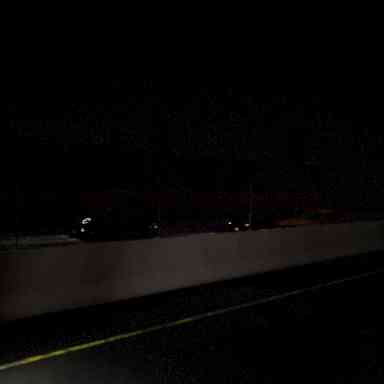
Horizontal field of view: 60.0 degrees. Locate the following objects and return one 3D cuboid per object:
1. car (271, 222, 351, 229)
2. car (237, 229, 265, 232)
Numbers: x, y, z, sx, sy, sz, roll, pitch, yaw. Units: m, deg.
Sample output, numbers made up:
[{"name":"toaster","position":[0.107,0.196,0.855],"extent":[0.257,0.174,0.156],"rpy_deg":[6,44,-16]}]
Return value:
[{"name":"car","position":[6.427,1.624,16.990],"extent":[5.008,1.535,1.882],"rpy_deg":[1,0,-35]},{"name":"car","position":[4.646,1.704,20.016],"extent":[5.357,1.411,2.033],"rpy_deg":[1,0,-35]}]
